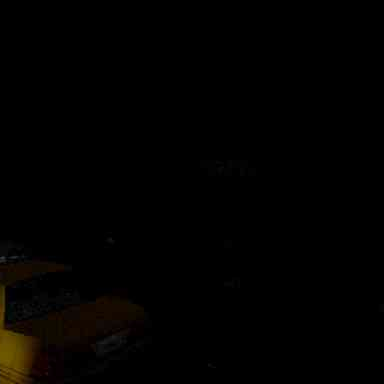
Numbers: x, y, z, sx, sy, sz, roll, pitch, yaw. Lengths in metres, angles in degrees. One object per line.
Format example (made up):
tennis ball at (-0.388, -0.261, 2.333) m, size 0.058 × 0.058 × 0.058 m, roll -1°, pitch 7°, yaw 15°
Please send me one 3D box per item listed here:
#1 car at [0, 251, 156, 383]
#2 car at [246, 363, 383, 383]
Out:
car at (-2.714, 1.543, 4.794) m, size 4.829 × 1.417 × 1.752 m, roll 0°, pitch -1°, yaw 36°
car at (2.042, 1.578, 1.399) m, size 4.206 × 1.307 × 1.802 m, roll 0°, pitch -1°, yaw 36°
